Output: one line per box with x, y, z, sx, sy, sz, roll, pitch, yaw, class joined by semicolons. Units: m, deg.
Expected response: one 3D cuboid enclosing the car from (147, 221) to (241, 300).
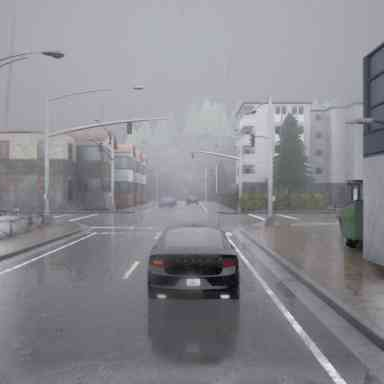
0.049;1.478;8.475;1.882;1.535;5.008;0;0;1;car

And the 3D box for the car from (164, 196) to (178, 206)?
-3.579;1.491;57.794;2.128;1.511;4.902;0;0;0;car

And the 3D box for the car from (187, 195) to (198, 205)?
0.096;1.352;60.283;2.097;1.767;4.553;0;0;0;car

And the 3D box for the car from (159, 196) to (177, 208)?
-3.599;1.477;47.443;1.882;1.535;5.008;0;0;0;car
